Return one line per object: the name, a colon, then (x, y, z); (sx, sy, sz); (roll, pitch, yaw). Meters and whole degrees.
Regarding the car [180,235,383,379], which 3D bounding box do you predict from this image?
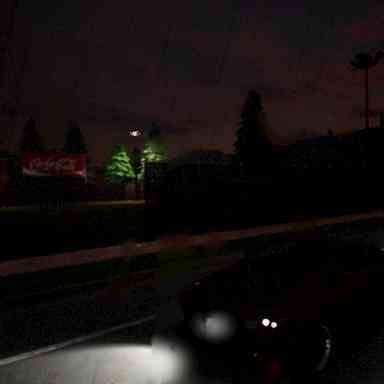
car: (1.856, 1.444, 5.389); (4.181, 1.385, 1.994); (-2, 1, -37)
